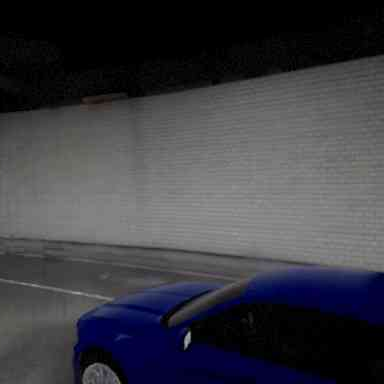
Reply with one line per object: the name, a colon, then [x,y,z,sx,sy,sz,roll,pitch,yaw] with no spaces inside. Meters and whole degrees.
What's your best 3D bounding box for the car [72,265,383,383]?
car: [1.019,1.445,2.951,5.008,1.535,1.882,0,0,34]
